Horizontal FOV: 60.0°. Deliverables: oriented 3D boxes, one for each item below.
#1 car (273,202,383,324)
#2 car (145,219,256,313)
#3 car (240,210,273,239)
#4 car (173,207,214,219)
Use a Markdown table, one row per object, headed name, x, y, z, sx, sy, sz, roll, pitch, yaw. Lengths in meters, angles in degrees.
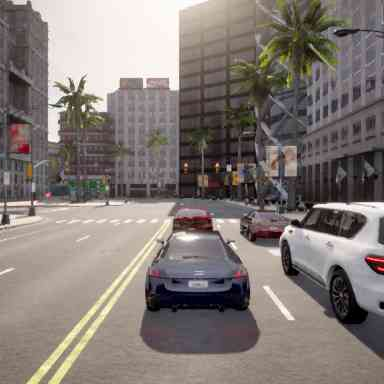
| name | x | y | z | sx | sy | sz | roll | pitch | yaw |
| --- | --- | --- | --- | --- | --- | --- | --- | --- | --- |
| car | 3.599 | 1.221 | 7.270 | 2.150 | 2.045 | 5.566 | 0 | 0 | 0 |
| car | 0.087 | 1.562 | 7.770 | 1.994 | 1.385 | 4.181 | 0 | 0 | -1 |
| car | 3.593 | 1.564 | 16.635 | 1.994 | 1.385 | 4.181 | 0 | 0 | 0 |
| car | 0.086 | 1.478 | 16.756 | 1.882 | 1.535 | 5.008 | 0 | 0 | 2 |
